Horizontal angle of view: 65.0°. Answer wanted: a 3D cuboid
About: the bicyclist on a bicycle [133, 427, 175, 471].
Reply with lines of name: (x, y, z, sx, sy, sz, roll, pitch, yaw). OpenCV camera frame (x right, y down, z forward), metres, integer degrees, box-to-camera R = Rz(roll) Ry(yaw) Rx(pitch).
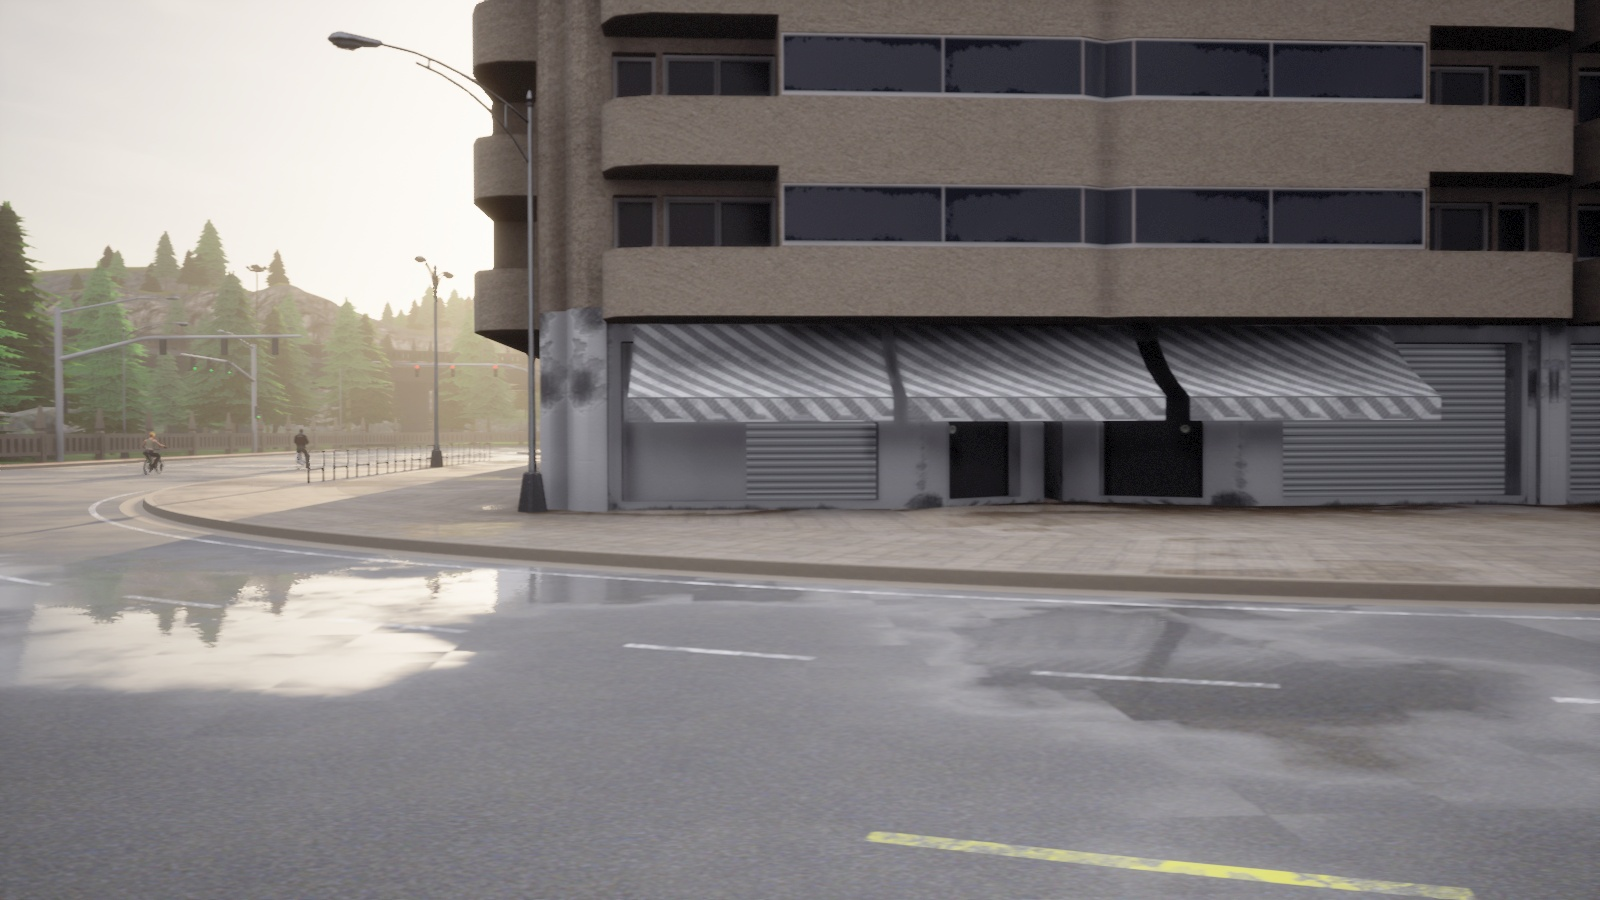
bicyclist on a bicycle: (-24.317, -0.051, 47.291, 0.866, 1.612, 1.509, 0, 1, -3)
